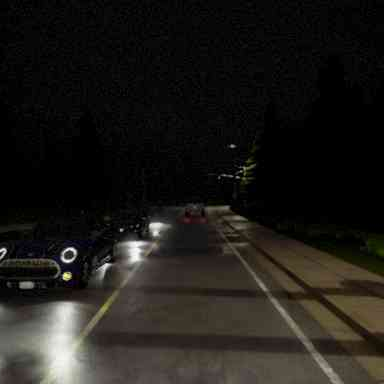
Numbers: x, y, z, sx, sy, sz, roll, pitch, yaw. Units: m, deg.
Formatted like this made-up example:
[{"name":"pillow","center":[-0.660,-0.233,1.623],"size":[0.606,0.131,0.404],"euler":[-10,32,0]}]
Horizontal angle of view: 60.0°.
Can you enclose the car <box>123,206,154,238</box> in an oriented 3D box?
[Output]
[{"name":"car","center":[-3.574,1.724,19.341],"size":[1.837,1.490,4.892],"euler":[0,-1,0]}]

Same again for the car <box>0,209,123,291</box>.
[{"name":"car","center":[-3.593,1.458,9.473],"size":[2.097,1.767,4.553],"euler":[0,-1,0]}]

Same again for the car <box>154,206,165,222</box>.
[{"name":"car","center":[-3.479,1.899,29.419],"size":[1.994,1.385,4.181],"euler":[0,-1,1]}]

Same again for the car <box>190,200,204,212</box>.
[{"name":"car","center":[0.733,2.042,49.312],"size":[1.882,1.535,5.008],"euler":[0,0,3]}]

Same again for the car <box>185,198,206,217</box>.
[{"name":"car","center":[0.387,1.648,37.349],"size":[2.150,2.045,5.566],"euler":[0,-1,2]}]
